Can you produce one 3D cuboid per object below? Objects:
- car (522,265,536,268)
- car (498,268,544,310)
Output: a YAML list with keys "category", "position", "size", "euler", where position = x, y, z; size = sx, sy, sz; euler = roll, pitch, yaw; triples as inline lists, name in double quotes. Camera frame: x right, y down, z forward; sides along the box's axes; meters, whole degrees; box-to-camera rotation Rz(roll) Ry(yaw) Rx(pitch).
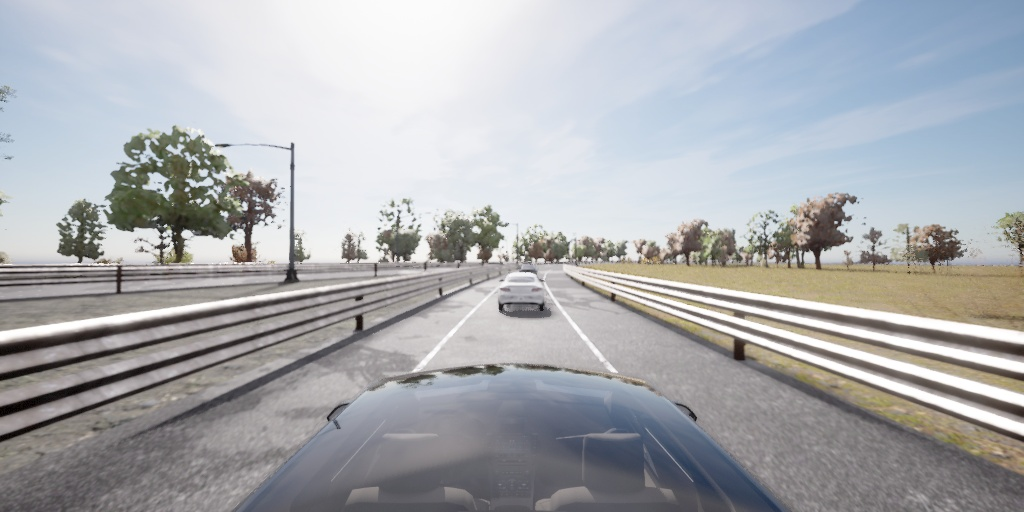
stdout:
- category: "car"
  position: [1.743, 1.679, 37.136]
  size: [1.837, 1.490, 4.892]
  euler: [0, 0, 5]
- category: "car"
  position: [0.423, 1.442, 15.659]
  size: [1.812, 1.442, 4.674]
  euler: [0, -1, 2]
